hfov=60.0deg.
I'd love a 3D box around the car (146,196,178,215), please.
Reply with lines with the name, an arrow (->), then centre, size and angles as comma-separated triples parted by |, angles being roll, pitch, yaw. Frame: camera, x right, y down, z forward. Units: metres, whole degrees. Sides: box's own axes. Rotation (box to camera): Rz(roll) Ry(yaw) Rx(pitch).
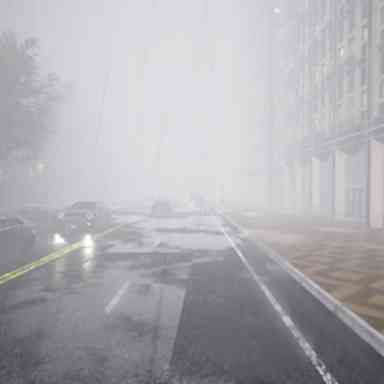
car -> -2.862, 1.422, 32.471 | 2.128, 1.511, 4.902 | 0, 0, 0

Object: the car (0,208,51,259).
car -> -6.520, 1.456, 10.162 | 2.128, 1.511, 4.902 | 0, 0, 1

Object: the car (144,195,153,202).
car -> -9.094, 1.327, 71.699 | 1.812, 1.442, 4.674 | 0, 0, 1

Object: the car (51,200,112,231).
car -> -6.414, 1.297, 20.279 | 2.097, 1.767, 4.553 | 0, 0, 1

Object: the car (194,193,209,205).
car -> 1.642, 1.415, 55.434 | 1.812, 1.442, 4.674 | 0, 0, 1

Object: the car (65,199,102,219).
car -> -9.524, 1.445, 29.601 | 1.812, 1.442, 4.674 | 0, 0, 0

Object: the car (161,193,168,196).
car -> -5.843, 1.166, 71.698 | 2.097, 1.767, 4.553 | 0, 0, 1

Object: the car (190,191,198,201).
car -> 0.674, 1.181, 73.396 | 2.128, 1.511, 4.902 | 0, 0, 1

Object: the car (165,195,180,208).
car -> -2.726, 1.499, 47.171 | 1.895, 1.301, 4.718 | 0, 0, 1

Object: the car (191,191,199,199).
car -> 0.802, 0.844, 86.942 | 2.150, 2.045, 5.566 | 0, 0, 1
